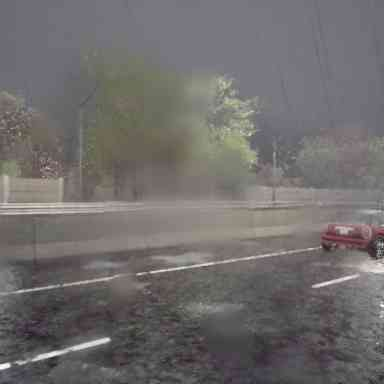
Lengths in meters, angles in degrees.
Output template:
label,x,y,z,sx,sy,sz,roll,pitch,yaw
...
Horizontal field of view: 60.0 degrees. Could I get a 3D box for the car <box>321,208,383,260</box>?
label,x,y,z,sx,sy,sz,roll,pitch,yaw
car,7.271,1.499,13.325,4.553,1.767,2.097,1,-1,-35
